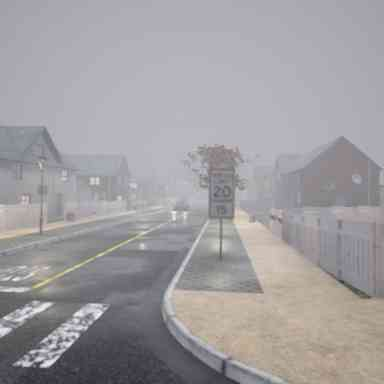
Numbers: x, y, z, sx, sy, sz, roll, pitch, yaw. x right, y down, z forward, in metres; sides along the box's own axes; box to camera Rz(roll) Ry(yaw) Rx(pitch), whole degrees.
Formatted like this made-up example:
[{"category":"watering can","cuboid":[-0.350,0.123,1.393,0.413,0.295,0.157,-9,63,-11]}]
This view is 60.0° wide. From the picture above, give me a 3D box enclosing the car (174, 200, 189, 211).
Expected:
[{"category":"car","cuboid":[-1.453,1.951,47.887,1.837,1.490,4.892,1,-1,5]}]
